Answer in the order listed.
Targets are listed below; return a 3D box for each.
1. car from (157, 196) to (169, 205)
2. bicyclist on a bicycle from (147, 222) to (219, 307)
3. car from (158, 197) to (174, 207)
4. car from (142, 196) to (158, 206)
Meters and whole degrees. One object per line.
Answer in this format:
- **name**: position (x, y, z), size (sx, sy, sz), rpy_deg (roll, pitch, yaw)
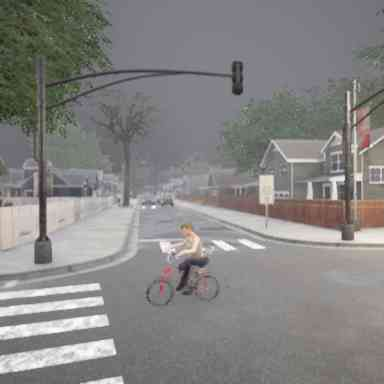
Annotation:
- **car**: position (-5.477, 1.564, 61.921), size (1.994, 1.385, 4.181), rpy_deg (-1, 0, -9)
- **bicyclist on a bicycle**: position (-0.158, 1.393, 6.513), size (1.509, 1.612, 0.866), rpy_deg (-1, 0, -18)
- **car**: position (-3.892, 1.502, 51.620), size (1.837, 1.490, 4.892), rpy_deg (-1, 0, -9)
- **car**: position (-7.251, 1.376, 55.356), size (2.097, 1.767, 4.553), rpy_deg (-1, 0, -9)
